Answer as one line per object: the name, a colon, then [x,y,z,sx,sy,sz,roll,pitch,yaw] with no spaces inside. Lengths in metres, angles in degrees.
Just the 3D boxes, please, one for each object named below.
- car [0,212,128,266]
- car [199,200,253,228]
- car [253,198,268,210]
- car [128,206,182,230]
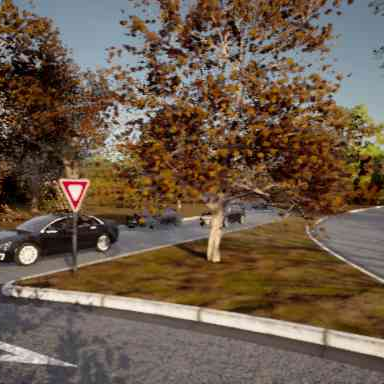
car: [-4.835,1.524,11.842,1.837,1.490,4.892,0,0,36]
car: [2.168,1.565,22.901,2.128,1.511,4.902,0,-1,29]
car: [9.275,1.665,46.230,1.837,1.490,4.892,0,0,2]
car: [-2.378,1.624,21.522,1.994,1.385,4.181,0,-1,31]
